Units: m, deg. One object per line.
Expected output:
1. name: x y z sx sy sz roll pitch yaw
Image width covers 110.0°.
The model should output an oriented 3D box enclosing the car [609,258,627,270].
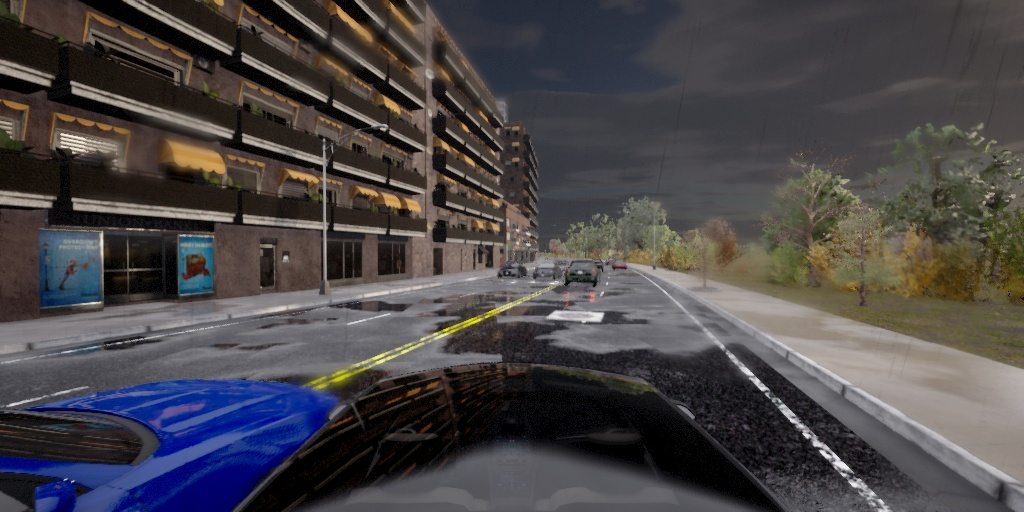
1. car: 15.898 1.265 53.313 1.994 1.385 4.181 0 0 13

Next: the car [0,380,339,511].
1. car: -2.781 1.228 0.972 1.882 1.535 5.008 0 0 19

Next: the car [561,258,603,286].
1. car: 5.013 1.089 25.063 2.097 1.767 4.553 0 0 17

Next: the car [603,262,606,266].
1. car: 11.014 1.217 46.933 1.837 1.490 4.892 0 -1 14

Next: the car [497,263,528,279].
1. car: 0.106 1.298 32.164 1.994 1.385 4.181 0 0 16

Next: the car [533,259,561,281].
1. car: 3.072 1.259 30.709 1.812 1.442 4.674 0 0 16
